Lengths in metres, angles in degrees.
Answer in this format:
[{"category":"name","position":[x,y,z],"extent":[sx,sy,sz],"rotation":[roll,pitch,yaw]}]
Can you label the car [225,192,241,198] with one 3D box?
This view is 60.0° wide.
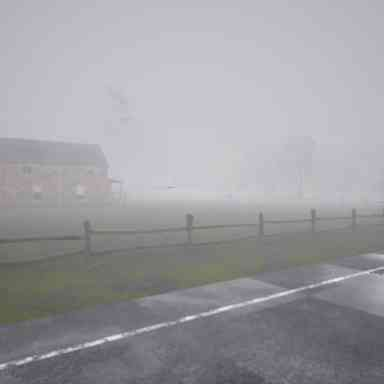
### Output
[{"category":"car","position":[9.520,0.694,76.379],"extent":[1.812,1.442,4.674],"rotation":[0,1,-36]}]
